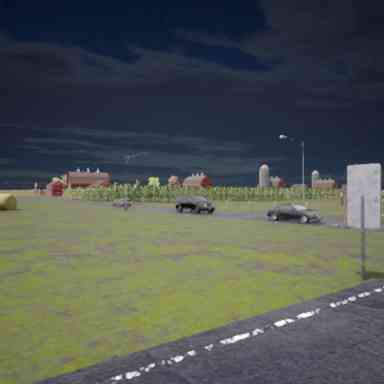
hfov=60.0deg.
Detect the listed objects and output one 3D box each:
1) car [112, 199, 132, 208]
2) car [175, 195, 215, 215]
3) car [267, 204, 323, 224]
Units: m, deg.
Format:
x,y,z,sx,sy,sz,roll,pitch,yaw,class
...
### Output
x,y,z,sx,sy,sz,roll,pitch,yaw,class
-11.279,1.760,53.637,1.994,1.385,4.181,0,0,-35,car
0.242,1.383,37.392,2.150,2.045,5.566,0,0,-36,car
8.160,1.668,26.754,1.812,1.442,4.674,0,0,-37,car
